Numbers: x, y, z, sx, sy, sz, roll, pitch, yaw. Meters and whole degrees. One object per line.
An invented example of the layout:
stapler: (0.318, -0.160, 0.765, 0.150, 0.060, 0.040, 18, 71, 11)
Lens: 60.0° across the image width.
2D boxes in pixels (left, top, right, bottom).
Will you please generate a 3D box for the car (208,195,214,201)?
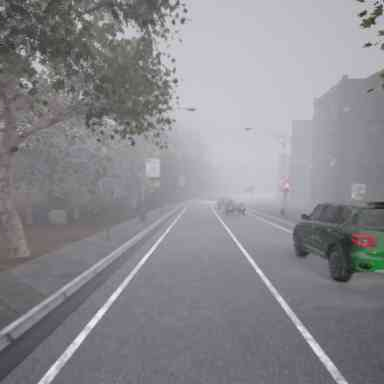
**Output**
car: (4.805, 1.271, 73.781, 1.895, 1.301, 4.718, 2, 2, 15)

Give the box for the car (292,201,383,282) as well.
car: (4.733, 1.270, 9.998, 2.150, 2.045, 5.566, 1, 0, 1)

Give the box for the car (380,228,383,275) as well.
car: (4.596, 1.532, 3.948, 1.882, 1.535, 5.008, 1, 0, 1)

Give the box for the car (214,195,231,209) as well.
car: (4.479, 1.333, 44.866, 2.097, 1.767, 4.553, 1, 0, 2)

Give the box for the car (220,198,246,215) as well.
car: (4.304, 1.598, 34.235, 1.895, 1.301, 4.718, 1, 0, 1)
